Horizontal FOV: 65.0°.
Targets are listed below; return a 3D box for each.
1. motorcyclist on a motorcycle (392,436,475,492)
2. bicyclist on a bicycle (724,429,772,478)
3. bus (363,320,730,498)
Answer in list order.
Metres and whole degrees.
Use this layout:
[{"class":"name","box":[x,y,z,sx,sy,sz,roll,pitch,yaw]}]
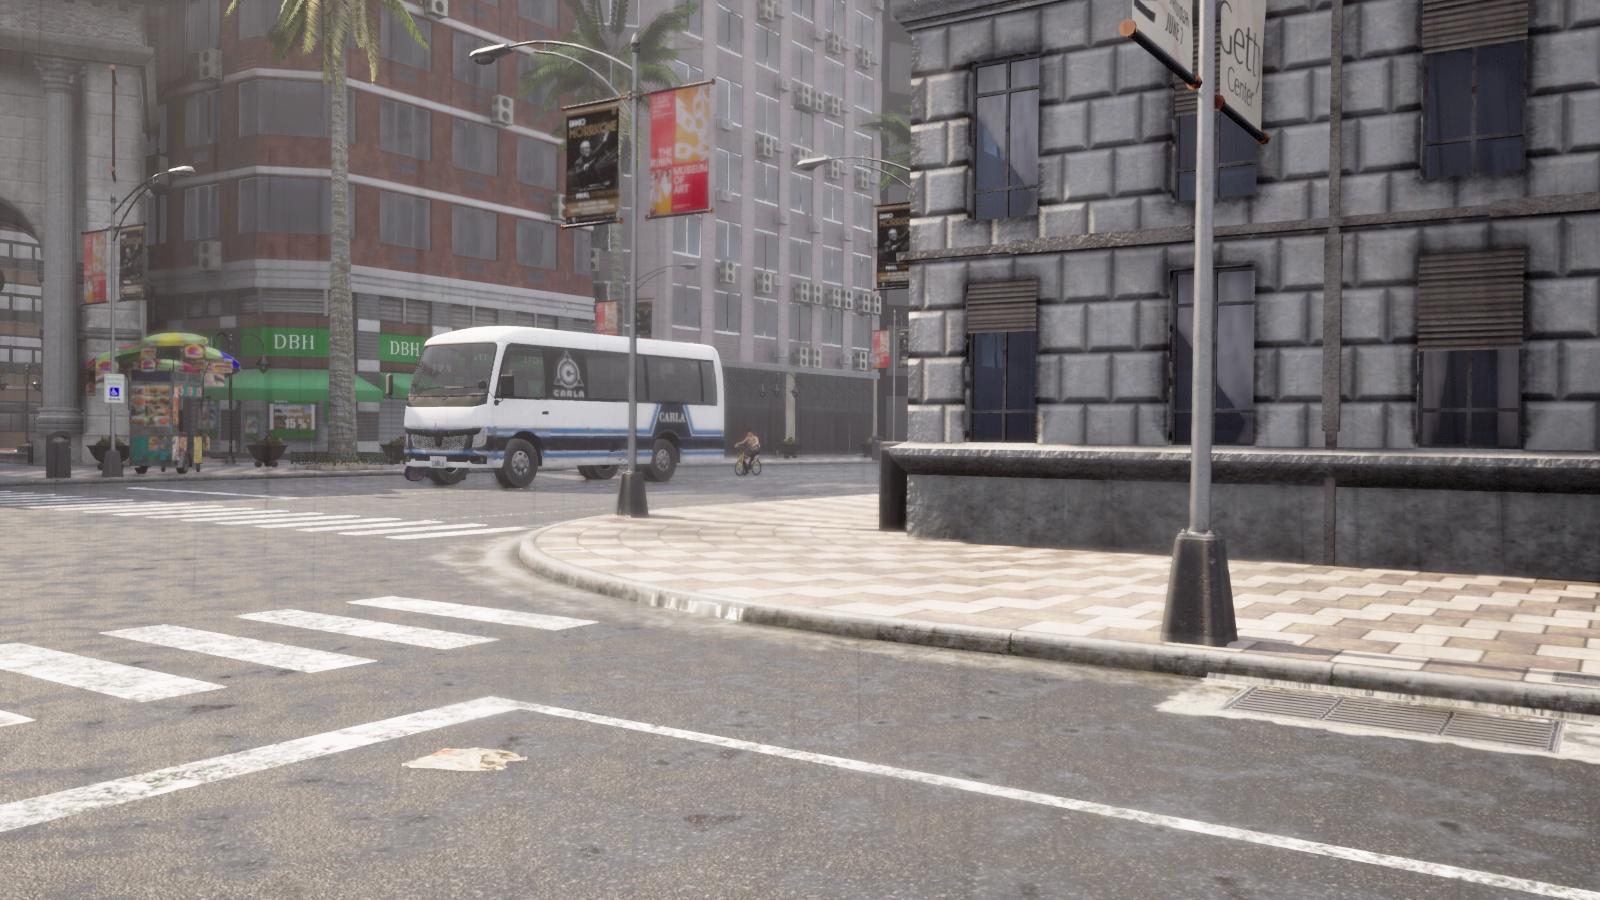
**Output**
[{"class":"motorcyclist on a motorcycle","box":[-10.452,0.371,35.874,0.866,1.530,2.191,0,1,34]},{"class":"bicyclist on a bicycle","box":[-1.742,0.104,42.481,0.866,1.612,1.509,0,1,34]},{"class":"bus","box":[-6.667,-1.067,35.331,3.944,4.253,10.273,0,1,34]}]
